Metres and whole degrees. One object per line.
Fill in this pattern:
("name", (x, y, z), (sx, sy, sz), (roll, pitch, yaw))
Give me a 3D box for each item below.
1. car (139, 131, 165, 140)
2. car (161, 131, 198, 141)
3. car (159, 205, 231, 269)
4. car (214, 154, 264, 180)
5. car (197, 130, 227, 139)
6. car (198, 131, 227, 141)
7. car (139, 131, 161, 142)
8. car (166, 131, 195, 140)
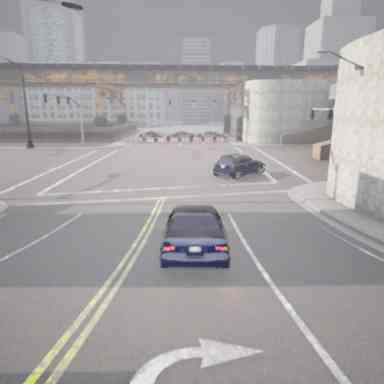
("car", (-6.636, -9.419, 55.082), (4.536, 1.218, 1.853), (13, 19, 42))
("car", (-1.991, -9.251, 55.062), (4.974, 1.542, 2.038), (-10, 17, -35))
("car", (0.076, 1.104, 10.121), (2.033, 1.411, 5.357), (0, 6, 0))
("car", (3.791, -2.210, 26.245), (2.097, 1.767, 4.553), (14, 19, 42))
("car", (3.336, -9.590, 55.775), (4.536, 1.218, 1.853), (8, 16, 28))
("car", (3.382, -9.432, 55.788), (4.974, 1.542, 2.038), (8, 16, 28))
("car", (-6.599, -9.257, 55.085), (4.974, 1.542, 2.038), (13, 19, 42))
("car", (-1.949, -9.412, 55.054), (4.536, 1.218, 1.853), (-10, 17, -35))
